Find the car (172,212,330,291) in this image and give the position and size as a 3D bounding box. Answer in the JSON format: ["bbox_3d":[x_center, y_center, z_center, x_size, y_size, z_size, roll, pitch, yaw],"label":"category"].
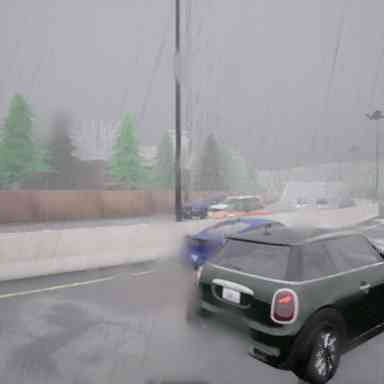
[{"bbox_3d":[1.980,1.518,10.000,5.008,1.535,1.882,0,0,-39],"label":"car"}]

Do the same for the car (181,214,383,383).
[{"bbox_3d":[2.183,1.372,5.680,4.553,1.767,2.097,0,0,-38],"label":"car"}]

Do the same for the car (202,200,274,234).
[{"bbox_3d":[2.926,1.437,20.585,4.553,1.767,2.097,0,0,-45],"label":"car"}]
